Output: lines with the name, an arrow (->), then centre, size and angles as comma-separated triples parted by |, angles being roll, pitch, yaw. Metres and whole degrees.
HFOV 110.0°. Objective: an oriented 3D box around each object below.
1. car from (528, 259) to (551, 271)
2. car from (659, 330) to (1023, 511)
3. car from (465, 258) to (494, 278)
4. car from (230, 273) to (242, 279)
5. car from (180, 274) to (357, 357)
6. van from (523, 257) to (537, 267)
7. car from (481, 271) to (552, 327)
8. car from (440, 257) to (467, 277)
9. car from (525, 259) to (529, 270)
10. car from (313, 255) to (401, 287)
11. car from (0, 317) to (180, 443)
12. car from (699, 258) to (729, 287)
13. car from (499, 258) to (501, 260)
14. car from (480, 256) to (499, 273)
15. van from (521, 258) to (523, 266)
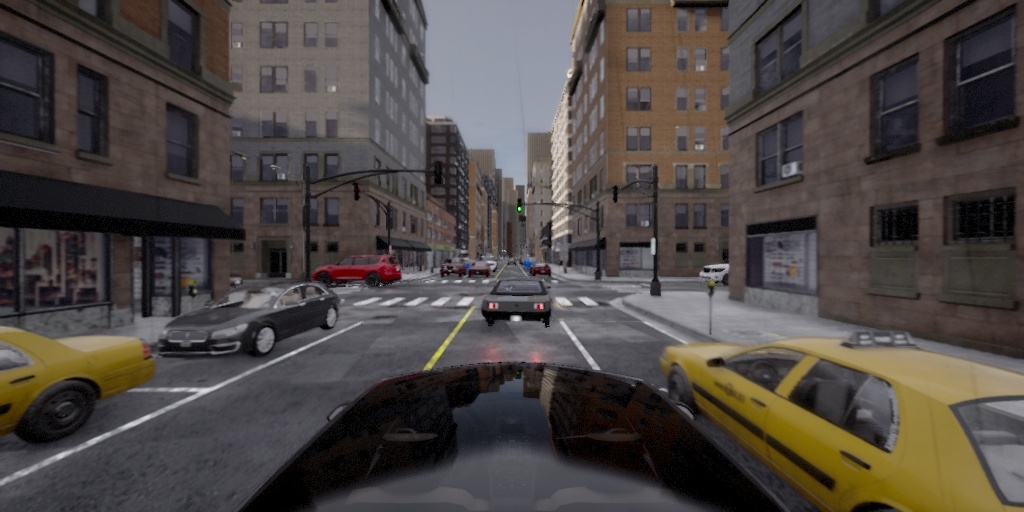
car -> 2.860, 1.289, 35.188 | 1.888, 1.381, 4.507 | 0, 0, 0
car -> 2.857, 1.275, 3.059 | 1.751, 1.417, 4.829 | 0, 0, 0
car -> -3.097, 1.222, 34.764 | 1.882, 1.535, 5.008 | 0, 0, 0
car -> -18.026, 1.251, 20.391 | 4.902, 1.511, 2.128 | 0, 0, 0
car -> -5.668, 1.298, 8.416 | 2.007, 1.370, 4.403 | 0, 0, 0
van -> 2.860, 1.085, 51.692 | 1.690, 1.789, 3.998 | 0, 0, 0
car -> 0.340, 1.347, 11.628 | 1.895, 1.301, 4.718 | 0, 0, 6
car -> -5.666, 1.059, 35.189 | 2.192, 1.841, 5.009 | 0, 0, 0
car -> 2.860, 1.310, 40.690 | 1.948, 1.339, 4.313 | 0, 0, 0
car -> -10.264, 0.977, 23.946 | 5.566, 2.045, 2.150 | 0, -2, 5
car -> -5.668, 1.274, 2.720 | 1.751, 1.417, 4.829 | 0, 0, 0
car -> 15.415, 0.899, 23.583 | 5.566, 2.045, 2.150 | 0, 0, -2
car -> -3.058, 1.345, 55.039 | 1.895, 1.301, 4.718 | 0, 0, 0
car -> -3.089, 0.966, 44.849 | 2.150, 2.045, 5.566 | 0, 0, 0
van -> 2.861, 1.085, 62.695 | 1.690, 1.789, 3.998 | 0, 0, 0
